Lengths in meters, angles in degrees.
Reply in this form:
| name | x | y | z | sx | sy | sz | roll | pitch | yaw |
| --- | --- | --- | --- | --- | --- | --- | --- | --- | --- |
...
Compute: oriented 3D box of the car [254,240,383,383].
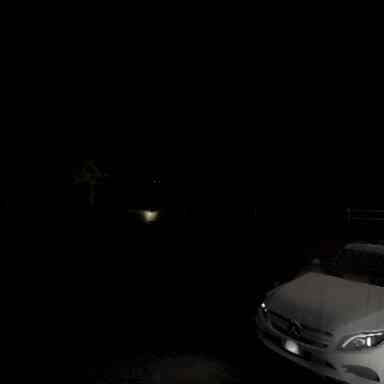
| name | x | y | z | sx | sy | sz | roll | pitch | yaw |
| --- | --- | --- | --- | --- | --- | --- | --- | --- | --- |
| car | 3.060 | 1.548 | 5.246 | 4.674 | 1.442 | 1.812 | 0 | 0 | -36 |
